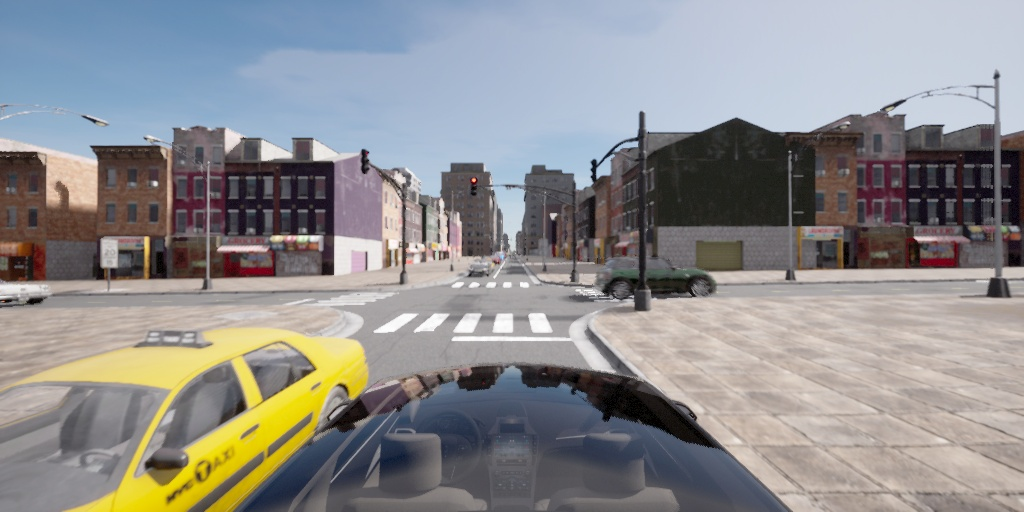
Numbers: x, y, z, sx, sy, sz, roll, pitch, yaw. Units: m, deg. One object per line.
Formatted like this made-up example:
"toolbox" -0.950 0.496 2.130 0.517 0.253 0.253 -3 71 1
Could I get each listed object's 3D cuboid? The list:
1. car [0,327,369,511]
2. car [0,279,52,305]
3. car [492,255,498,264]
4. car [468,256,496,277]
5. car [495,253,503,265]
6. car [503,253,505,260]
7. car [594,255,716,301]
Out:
"car" -2.636 1.264 2.532 1.751 1.417 4.829 0 0 0
"car" -22.423 1.504 14.880 4.718 1.301 1.895 -1 0 0
"car" -2.633 0.823 35.282 1.751 1.417 4.829 0 0 0
"car" -2.633 0.928 29.803 2.007 1.370 4.403 0 0 0
"car" -2.630 0.593 52.397 1.888 1.381 4.507 0 0 0
"car" -2.630 0.531 58.044 1.948 1.339 4.313 0 0 0
"car" 5.765 0.787 14.697 4.553 1.767 2.097 -1 0 0
